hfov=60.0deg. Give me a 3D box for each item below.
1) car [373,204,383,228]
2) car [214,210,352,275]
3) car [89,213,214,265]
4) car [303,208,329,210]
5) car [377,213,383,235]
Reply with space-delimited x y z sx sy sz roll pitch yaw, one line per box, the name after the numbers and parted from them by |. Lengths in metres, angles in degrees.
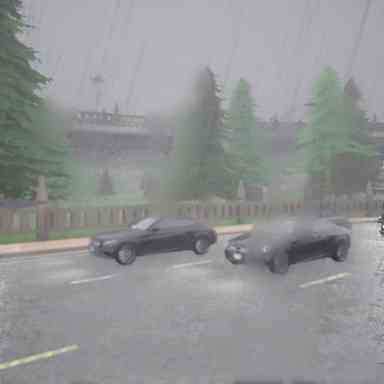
14.301 1.474 21.007 5.357 1.411 2.033 0 0 -22 | car
3.160 1.499 10.455 4.674 1.442 1.812 0 0 -35 | car
-1.198 1.508 11.690 4.674 1.442 1.812 0 0 -34 | car
6.071 1.519 16.552 4.181 1.385 1.994 0 0 -34 | car
11.266 1.492 15.776 5.357 1.411 2.033 0 0 -29 | car
